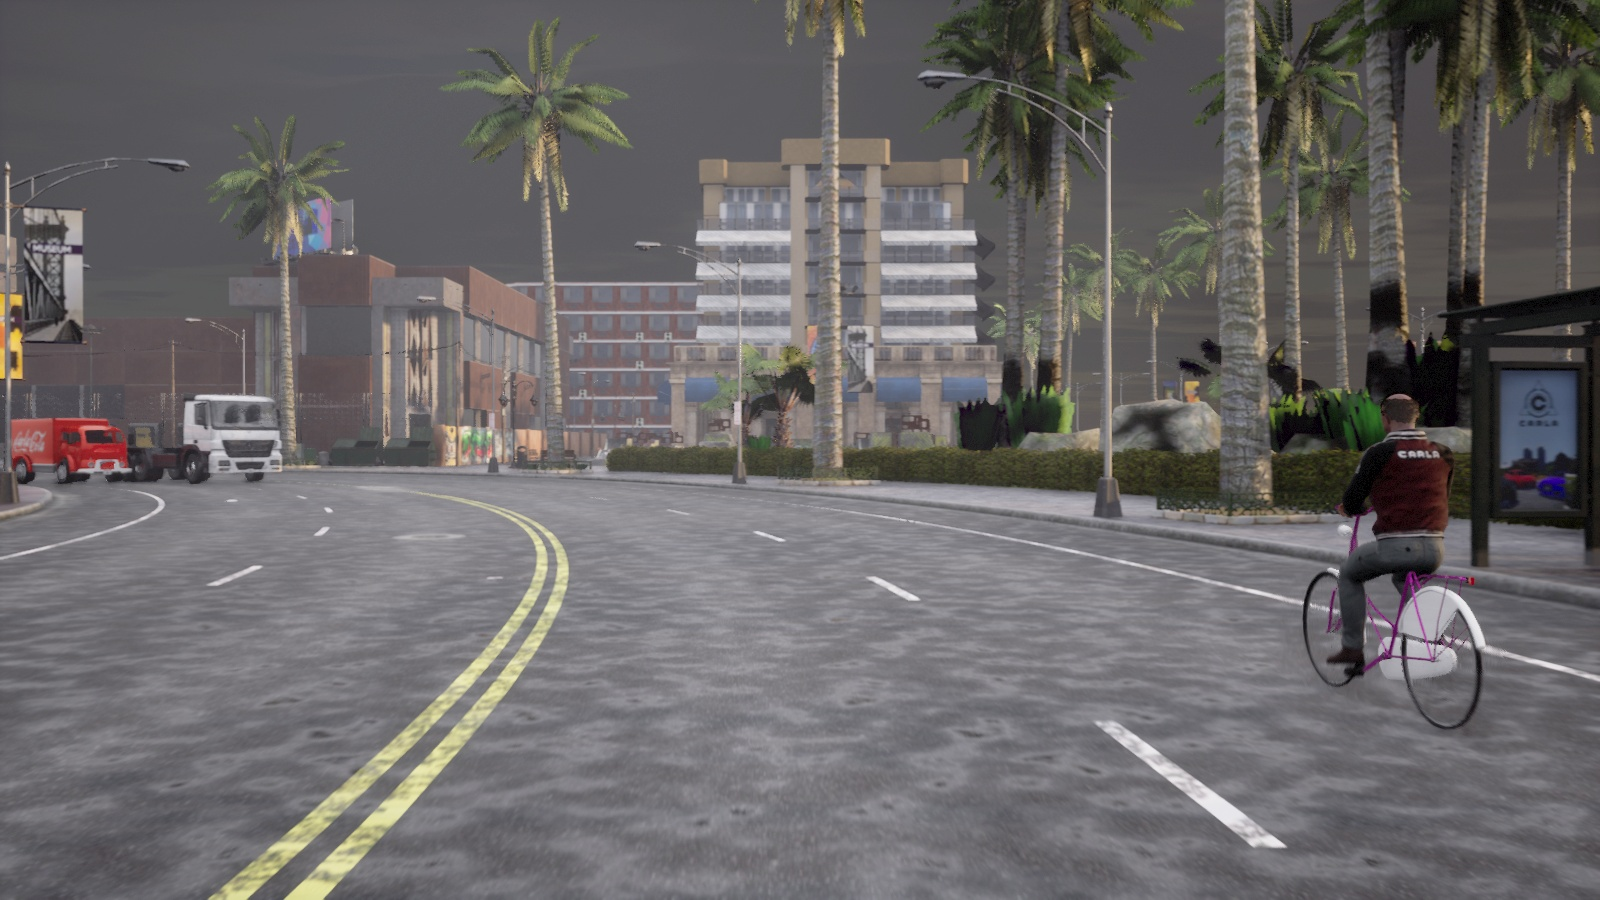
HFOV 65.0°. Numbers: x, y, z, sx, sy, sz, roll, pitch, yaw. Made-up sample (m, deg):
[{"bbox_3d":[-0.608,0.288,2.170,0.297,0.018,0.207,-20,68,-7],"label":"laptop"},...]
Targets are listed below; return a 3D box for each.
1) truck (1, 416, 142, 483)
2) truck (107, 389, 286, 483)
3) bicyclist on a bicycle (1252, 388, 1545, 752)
[{"bbox_3d":[-28.119,-0.026,48.450,5.204,2.467,2.627,0,0,33],"label":"truck"},{"bbox_3d":[-24.016,-0.527,49.825,7.936,3.462,2.891,0,0,35],"label":"truck"},{"bbox_3d":[3.264,0.579,7.068,0.659,1.776,1.843,0,1,-4],"label":"bicyclist on a bicycle"}]
